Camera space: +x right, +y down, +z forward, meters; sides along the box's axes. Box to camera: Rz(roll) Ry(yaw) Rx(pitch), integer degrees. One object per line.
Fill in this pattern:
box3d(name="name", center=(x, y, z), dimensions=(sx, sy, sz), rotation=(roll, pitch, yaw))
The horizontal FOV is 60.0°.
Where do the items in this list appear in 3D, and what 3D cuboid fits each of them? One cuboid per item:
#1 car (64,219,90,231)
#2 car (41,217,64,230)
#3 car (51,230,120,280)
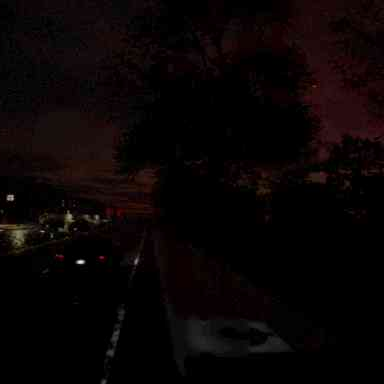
box3d(name="car", center=(-14.248, 4.207, 42.357), dimensions=(2.033, 1.411, 5.357), rotation=(3, -5, -7))
box3d(name="car", center=(-17.464, 3.962, 41.960), dimensions=(2.128, 1.511, 4.902), rotation=(3, -5, -7))
box3d(name="car", center=(-3.895, 2.405, 12.832), dimensions=(1.994, 1.385, 4.181), rotation=(3, -5, -7))
